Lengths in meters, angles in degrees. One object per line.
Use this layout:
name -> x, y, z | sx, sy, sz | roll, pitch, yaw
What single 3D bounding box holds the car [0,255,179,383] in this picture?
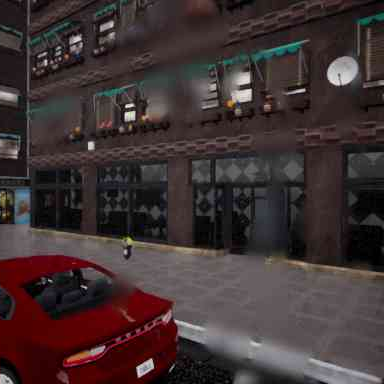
car -> -2.262, 1.544, 4.478 | 4.507, 1.381, 1.887 | 0, 0, 35
